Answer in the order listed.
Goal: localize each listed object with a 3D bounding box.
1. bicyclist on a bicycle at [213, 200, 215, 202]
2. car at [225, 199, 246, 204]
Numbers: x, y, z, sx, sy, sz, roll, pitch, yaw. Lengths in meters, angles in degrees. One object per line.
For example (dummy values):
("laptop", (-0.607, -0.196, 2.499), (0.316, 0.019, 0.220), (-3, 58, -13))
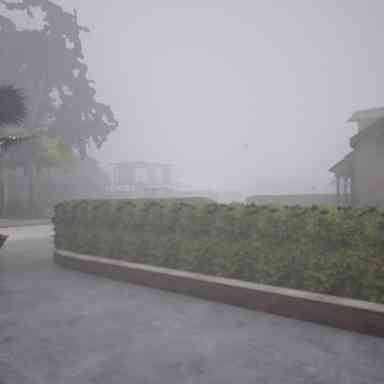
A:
("bicyclist on a bicycle", (1.588, 1.385, 23.037), (1.656, 1.620, 0.582), (-1, 0, 35))
("car", (5.617, 1.625, 43.153), (1.994, 1.385, 4.181), (0, 0, 36))
